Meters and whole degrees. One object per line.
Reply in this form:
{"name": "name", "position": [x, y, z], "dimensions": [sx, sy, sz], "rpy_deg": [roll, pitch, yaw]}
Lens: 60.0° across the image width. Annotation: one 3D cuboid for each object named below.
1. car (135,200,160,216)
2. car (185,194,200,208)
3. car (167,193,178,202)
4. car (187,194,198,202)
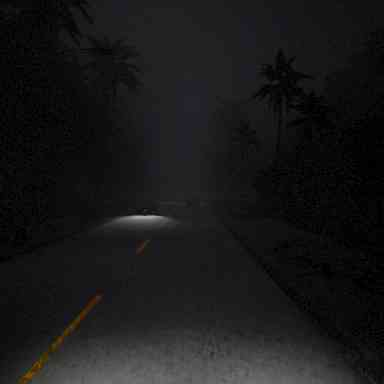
{"name": "car", "position": [-4.086, 1.441, 31.247], "dimensions": [1.994, 1.385, 4.181], "rpy_deg": [0, 0, 0]}
{"name": "car", "position": [0.101, 1.314, 45.588], "dimensions": [2.128, 1.511, 4.902], "rpy_deg": [0, 0, 0]}
{"name": "car", "position": [-3.974, 1.075, 68.067], "dimensions": [2.097, 1.767, 4.553], "rpy_deg": [0, 0, 0]}
{"name": "car", "position": [0.123, 1.228, 66.904], "dimensions": [2.128, 1.511, 4.902], "rpy_deg": [0, 0, 0]}
